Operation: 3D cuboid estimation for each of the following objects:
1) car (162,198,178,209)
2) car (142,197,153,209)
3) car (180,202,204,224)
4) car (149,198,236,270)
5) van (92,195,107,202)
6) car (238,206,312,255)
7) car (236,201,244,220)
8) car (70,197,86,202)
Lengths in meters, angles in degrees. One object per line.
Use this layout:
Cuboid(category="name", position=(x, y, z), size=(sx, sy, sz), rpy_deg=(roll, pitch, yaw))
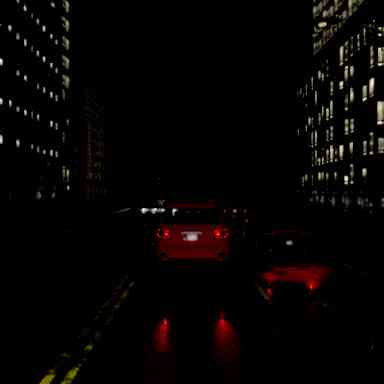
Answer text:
Cuboid(category="car", position=(-3.333, 1.785, 51.981), size=(2.128, 1.511, 4.902), rpy_deg=(0, 0, 0))
Cuboid(category="car", position=(-6.578, 1.645, 52.371), size=(2.097, 1.767, 4.553), rpy_deg=(0, 0, 0))
Cuboid(category="car", position=(0.044, 1.673, 27.544), size=(1.837, 1.490, 4.892), rpy_deg=(0, 0, 1))
Cuboid(category="car", position=(0.032, 1.295, 11.451), size=(2.150, 2.045, 5.566), rpy_deg=(0, 0, 1))
Cuboid(category="van", position=(-22.657, 1.625, 80.735), size=(3.998, 1.788, 1.690), rpy_deg=(0, 0, 1))
Cuboid(category="car", position=(3.304, 1.564, 13.691), size=(1.882, 1.535, 5.008), rpy_deg=(0, 0, 0))
Cuboid(category="car", position=(3.295, 1.518, 27.432), size=(2.097, 1.767, 4.553), rpy_deg=(0, 0, 1))
Cuboid(category="car", position=(-28.196, 1.803, 80.781), size=(4.507, 1.381, 1.887), rpy_deg=(0, 0, 1))
